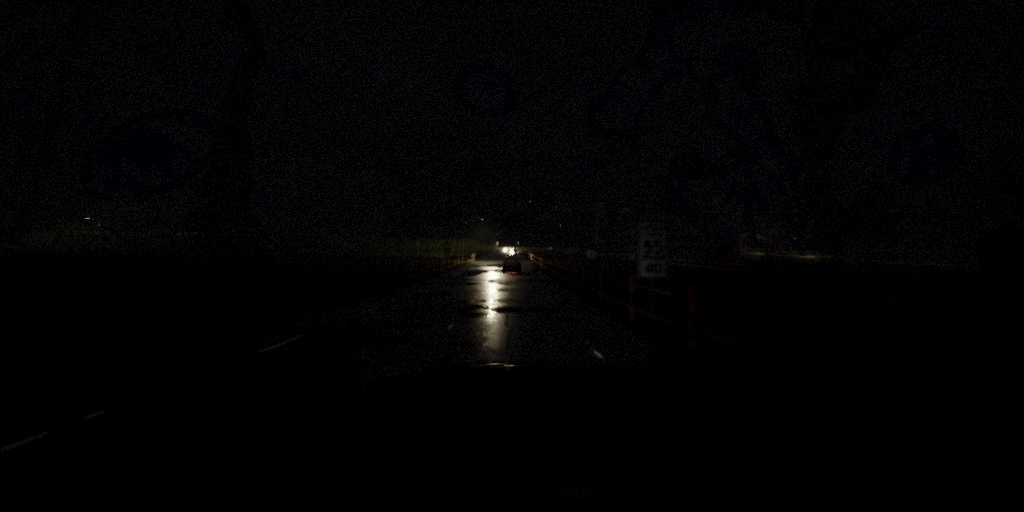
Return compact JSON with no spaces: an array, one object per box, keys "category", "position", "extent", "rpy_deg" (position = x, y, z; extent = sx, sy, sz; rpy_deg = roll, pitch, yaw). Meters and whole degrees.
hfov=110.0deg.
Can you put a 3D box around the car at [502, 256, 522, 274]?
[{"category":"car","position":[0.009,0.988,36.758],"extent":[1.882,1.535,5.008],"rpy_deg":[0,1,0]}]
